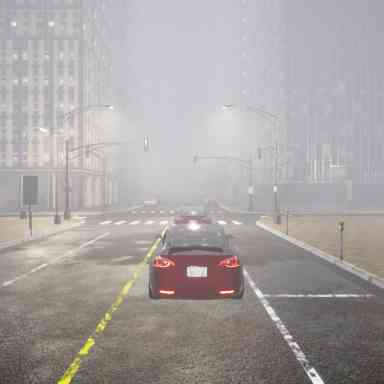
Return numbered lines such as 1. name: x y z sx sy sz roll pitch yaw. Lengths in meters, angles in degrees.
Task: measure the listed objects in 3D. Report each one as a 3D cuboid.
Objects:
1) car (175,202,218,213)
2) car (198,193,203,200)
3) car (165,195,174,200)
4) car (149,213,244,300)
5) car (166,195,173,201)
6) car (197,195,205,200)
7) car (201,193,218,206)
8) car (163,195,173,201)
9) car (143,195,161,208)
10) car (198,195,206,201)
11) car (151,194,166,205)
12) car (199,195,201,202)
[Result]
1. car: 0.040 1.497 18.411 2.163 1.488 4.792 0 0 0
2. car: 2.498 1.223 70.877 2.192 1.841 5.009 0 0 0
3. car: -5.931 1.410 87.885 2.008 1.369 4.403 0 0 0
4. car: 0.075 1.502 8.416 2.163 1.488 4.792 0 0 0
5. car: -5.900 1.438 76.534 1.887 1.381 4.507 0 0 0
6. car: 2.449 1.411 87.901 2.008 1.369 4.403 0 0 0
7. car: 2.689 1.400 48.177 1.967 1.590 4.097 0 0 0
8. car: -5.916 1.428 82.209 2.008 1.369 4.403 0 0 0
9. car: -5.951 1.485 47.984 1.752 1.417 4.829 0 0 0
10. car: 2.465 1.422 82.227 1.887 1.381 4.507 0 0 0
11. car: -5.936 1.264 53.832 2.192 1.841 5.009 0 0 0
12. car: 2.642 1.499 53.855 2.008 1.369 4.403 0 0 0
